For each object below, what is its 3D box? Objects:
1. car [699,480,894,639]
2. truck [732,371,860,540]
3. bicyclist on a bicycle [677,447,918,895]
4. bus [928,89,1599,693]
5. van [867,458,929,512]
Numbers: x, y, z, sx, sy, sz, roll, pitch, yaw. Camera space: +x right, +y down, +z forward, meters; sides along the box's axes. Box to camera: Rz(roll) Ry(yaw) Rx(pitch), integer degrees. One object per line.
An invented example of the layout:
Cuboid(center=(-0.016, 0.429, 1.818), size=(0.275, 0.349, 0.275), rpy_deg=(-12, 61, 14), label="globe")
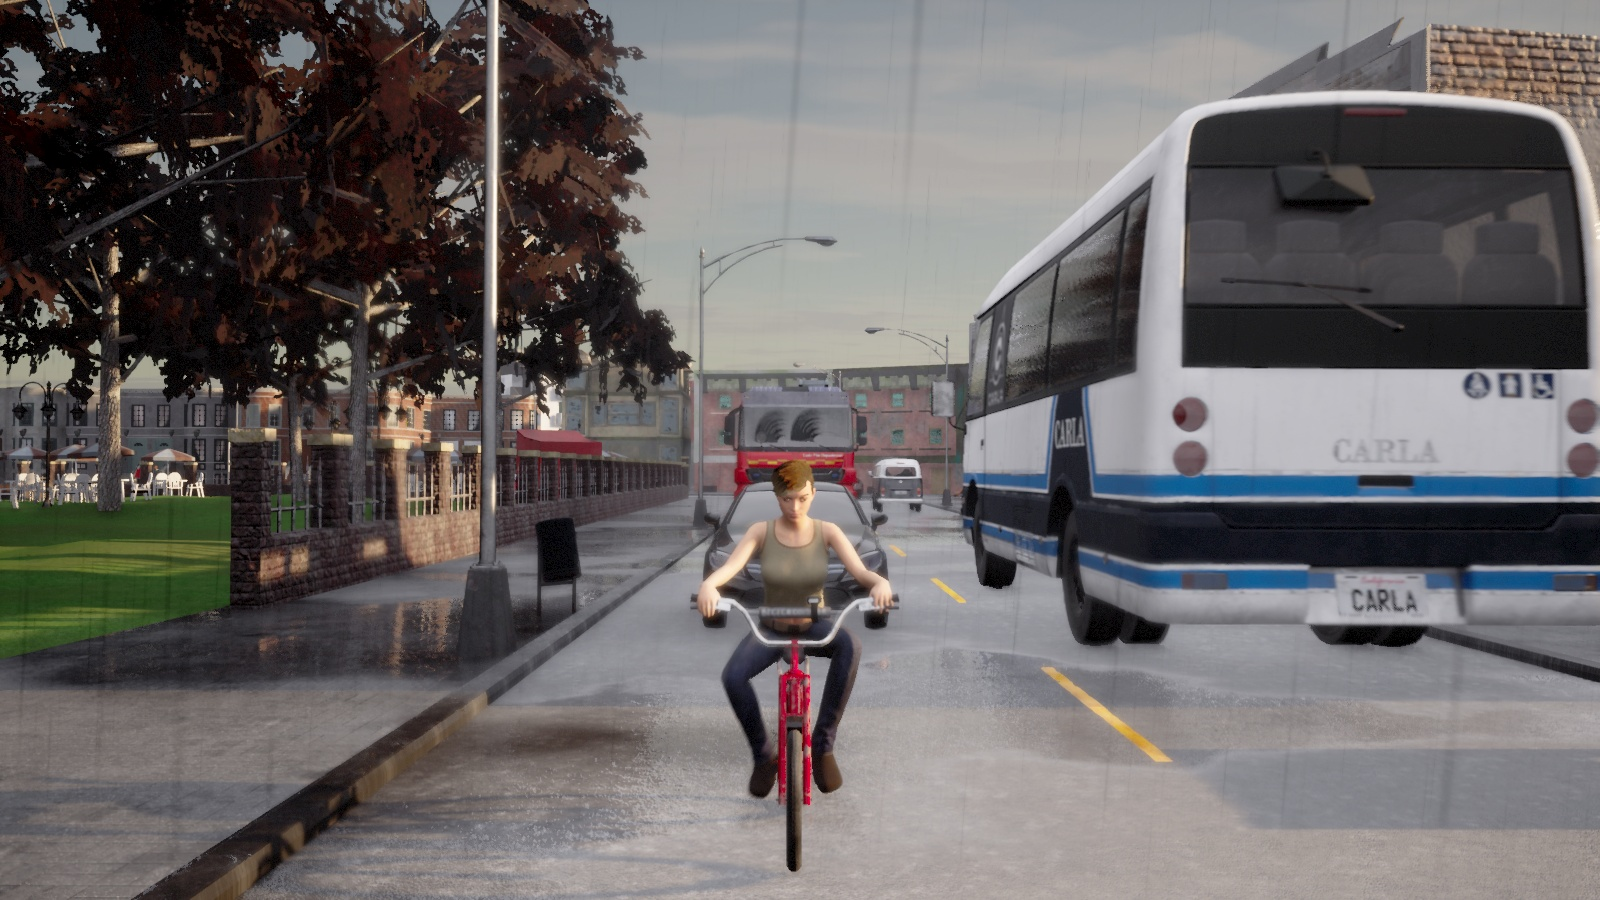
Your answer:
Cuboid(center=(-0.041, 1.076, 14.025), size=(1.812, 1.442, 4.674), rpy_deg=(0, -1, 0), label="car")
Cuboid(center=(-0.116, 0.199, 32.733), size=(2.891, 3.827, 8.468), rpy_deg=(0, -1, 0), label="truck")
Cuboid(center=(-0.018, 0.838, 5.319), size=(0.866, 1.612, 1.509), rpy_deg=(0, -3, -1), label="bicyclist on a bicycle")
Cuboid(center=(3.954, -0.343, 13.999), size=(3.944, 4.253, 10.273), rpy_deg=(0, -1, 0), label="bus")
Cuboid(center=(3.816, 1.355, 49.685), size=(2.069, 2.038, 4.480), rpy_deg=(0, -1, 0), label="van")
